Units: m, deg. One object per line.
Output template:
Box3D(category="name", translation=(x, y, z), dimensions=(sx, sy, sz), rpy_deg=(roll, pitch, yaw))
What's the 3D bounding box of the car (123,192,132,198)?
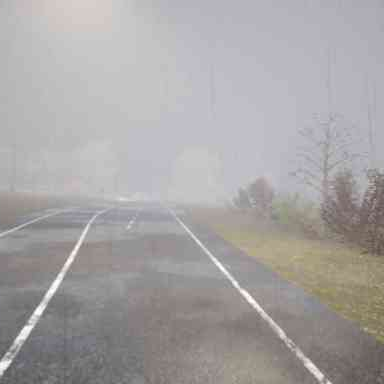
Box3D(category="car", translation=(-17.496, 0.775, 90.131), dimensions=(2.097, 1.767, 4.553), rpy_deg=(2, 0, -7))
